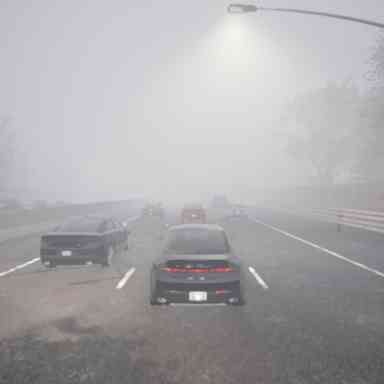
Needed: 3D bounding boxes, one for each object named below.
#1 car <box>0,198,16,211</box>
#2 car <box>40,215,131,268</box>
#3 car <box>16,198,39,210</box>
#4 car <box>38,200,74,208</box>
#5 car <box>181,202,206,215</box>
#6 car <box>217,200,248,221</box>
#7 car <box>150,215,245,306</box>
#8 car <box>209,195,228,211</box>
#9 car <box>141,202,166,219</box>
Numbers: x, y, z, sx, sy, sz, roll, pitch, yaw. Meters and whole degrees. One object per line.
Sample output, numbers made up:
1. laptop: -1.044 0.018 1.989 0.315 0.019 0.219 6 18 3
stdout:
1. car: -21.071 1.484 37.492 2.097 1.767 4.553 0 0 0
2. car: -3.396 1.517 11.487 1.882 1.535 5.008 0 0 0
3. car: -17.576 1.625 38.103 2.128 1.511 4.902 0 0 0
4. car: -14.076 1.618 35.696 2.128 1.511 4.902 0 0 0
5. car: 0.111 1.573 26.836 1.882 1.535 5.008 0 0 0
6. car: 3.583 1.650 28.546 2.033 1.411 5.357 0 0 0
7. car: 0.102 1.533 8.090 1.837 1.490 4.892 0 0 0
8. car: 3.561 1.384 44.027 2.150 2.045 5.566 0 0 0
9. car: -3.388 1.598 29.895 2.128 1.511 4.902 0 0 0
